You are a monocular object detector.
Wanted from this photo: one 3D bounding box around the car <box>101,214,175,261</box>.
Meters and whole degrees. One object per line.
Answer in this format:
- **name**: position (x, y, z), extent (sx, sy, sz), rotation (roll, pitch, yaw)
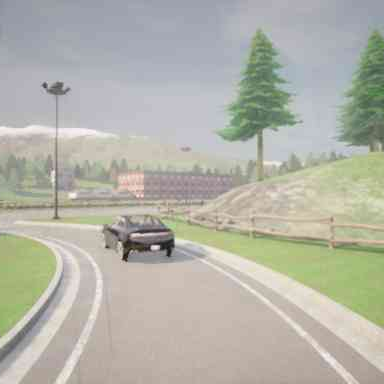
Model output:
- **car**: position (-2.266, 1.621, 13.036), extent (2.128, 1.511, 4.902), rotation (0, -1, -26)
